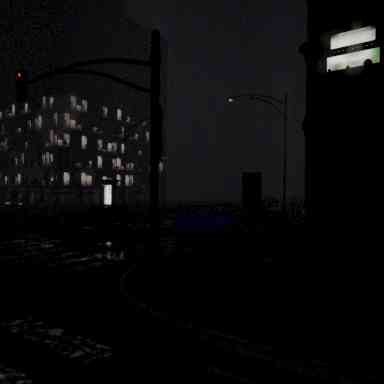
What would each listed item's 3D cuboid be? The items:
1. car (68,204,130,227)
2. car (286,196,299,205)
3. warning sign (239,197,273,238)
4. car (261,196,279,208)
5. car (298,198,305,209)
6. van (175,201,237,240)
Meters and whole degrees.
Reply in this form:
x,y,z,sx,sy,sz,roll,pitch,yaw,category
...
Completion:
x,y,z,sx,sy,sz,roll,pitch,yaw,category
-5.999,1.467,21.879,1.947,1.339,4.313,1,1,35,car
16.349,1.364,53.300,1.752,1.417,4.829,1,1,35,car
3.114,1.177,16.125,1.300,1.860,1.060,1,1,35,warning sign
10.034,1.293,44.420,1.967,1.590,4.097,1,1,35,car
15.591,1.442,42.344,1.837,1.490,4.892,1,1,36,car
0.833,1.368,17.019,1.690,1.788,3.998,1,1,35,van
